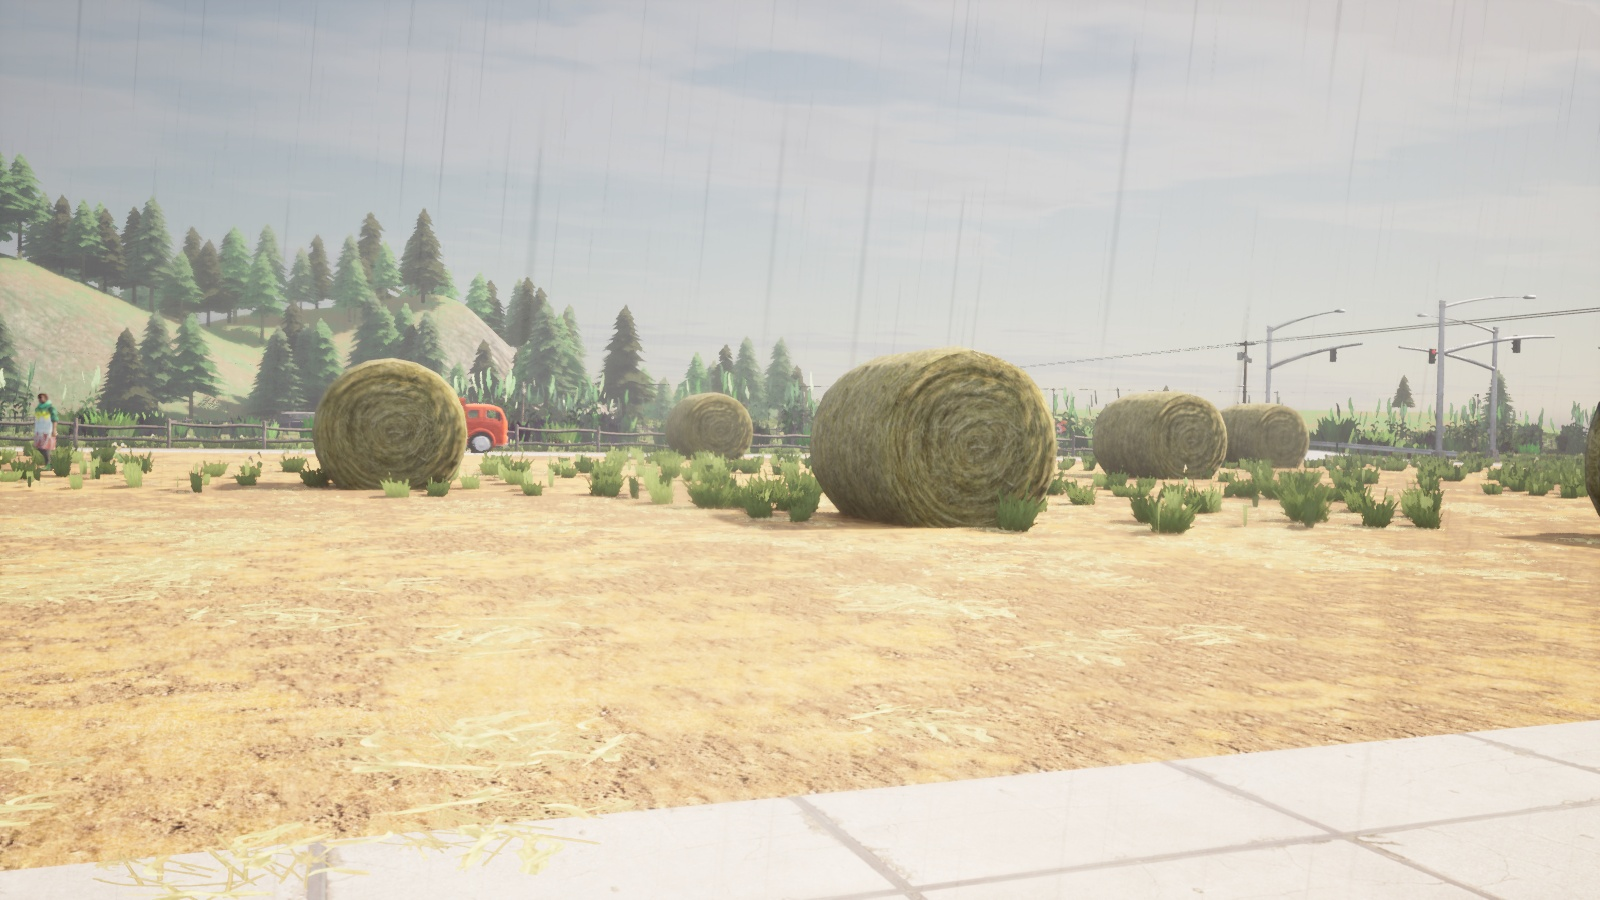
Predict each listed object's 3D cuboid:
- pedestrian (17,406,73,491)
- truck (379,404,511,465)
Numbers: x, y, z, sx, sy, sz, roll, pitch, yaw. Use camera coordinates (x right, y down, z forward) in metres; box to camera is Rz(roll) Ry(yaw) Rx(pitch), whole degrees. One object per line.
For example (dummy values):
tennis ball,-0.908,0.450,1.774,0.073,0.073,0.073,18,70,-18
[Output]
pedestrian,-17.623,-0.051,29.331,0.659,1.952,0.873,0,1,22
truck,-14.972,-0.687,53.011,5.204,2.467,2.627,-1,1,-17
